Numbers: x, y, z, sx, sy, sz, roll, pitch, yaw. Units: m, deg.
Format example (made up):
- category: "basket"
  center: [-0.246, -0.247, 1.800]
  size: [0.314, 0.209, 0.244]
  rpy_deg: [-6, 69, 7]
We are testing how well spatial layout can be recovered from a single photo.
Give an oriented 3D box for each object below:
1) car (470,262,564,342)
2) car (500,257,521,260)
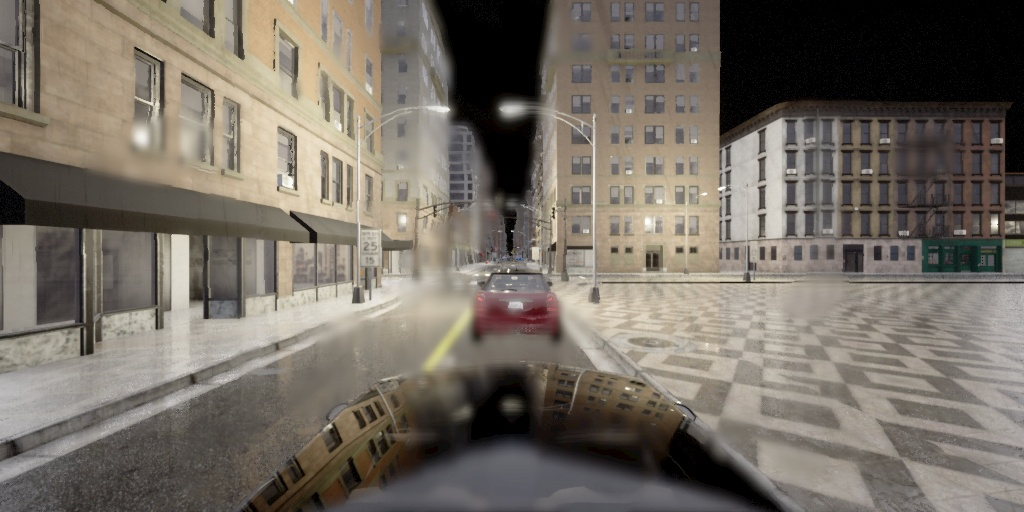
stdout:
- category: "car"
  center: [0.112, 1.102, 9.885]
  size: [2.097, 1.767, 4.553]
  rpy_deg: [0, 0, 0]
- category: "car"
  center: [0.073, 1.101, 19.701]
  size: [2.097, 1.767, 4.553]
  rpy_deg: [0, 0, -1]
